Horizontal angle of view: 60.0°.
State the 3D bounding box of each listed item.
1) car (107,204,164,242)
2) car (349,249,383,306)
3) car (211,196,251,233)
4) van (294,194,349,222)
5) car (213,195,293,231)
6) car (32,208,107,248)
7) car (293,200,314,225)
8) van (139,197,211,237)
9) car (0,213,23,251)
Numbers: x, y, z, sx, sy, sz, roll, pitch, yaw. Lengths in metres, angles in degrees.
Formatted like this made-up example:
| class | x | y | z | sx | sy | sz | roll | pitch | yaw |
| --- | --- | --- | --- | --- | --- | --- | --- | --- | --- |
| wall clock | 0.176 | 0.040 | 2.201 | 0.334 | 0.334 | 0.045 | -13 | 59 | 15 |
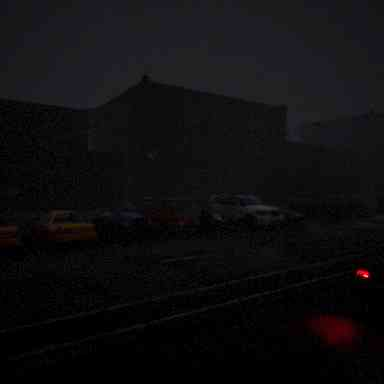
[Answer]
| class | x | y | z | sx | sy | sz | roll | pitch | yaw |
| --- | --- | --- | --- | --- | --- | --- | --- | --- | --- |
| car | -3.542 | 1.519 | 16.442 | 2.002 | 1.452 | 4.674 | 0 | 0 | -36 |
| car | 5.490 | 1.540 | 7.045 | 5.357 | 1.411 | 2.033 | 0 | 0 | -36 |
| car | 0.923 | 1.341 | 19.682 | 2.185 | 1.767 | 4.553 | 0 | 0 | -36 |
| van | 9.844 | 1.197 | 26.177 | 1.878 | 1.987 | 4.442 | 0 | 0 | -36 |
| car | 3.200 | 1.207 | 21.240 | 2.435 | 2.045 | 5.566 | 0 | 0 | -36 |
| car | -5.893 | 1.480 | 14.990 | 1.946 | 1.575 | 5.366 | 0 | 0 | -36 |
| car | 5.443 | 1.478 | 22.845 | 2.163 | 1.488 | 4.792 | 0 | 0 | -36 |
| van | -1.233 | 1.248 | 17.956 | 1.878 | 1.987 | 4.442 | 0 | 0 | -36 |
| car | -8.136 | 1.482 | 13.383 | 1.946 | 1.575 | 5.366 | 0 | 0 | -36 |
